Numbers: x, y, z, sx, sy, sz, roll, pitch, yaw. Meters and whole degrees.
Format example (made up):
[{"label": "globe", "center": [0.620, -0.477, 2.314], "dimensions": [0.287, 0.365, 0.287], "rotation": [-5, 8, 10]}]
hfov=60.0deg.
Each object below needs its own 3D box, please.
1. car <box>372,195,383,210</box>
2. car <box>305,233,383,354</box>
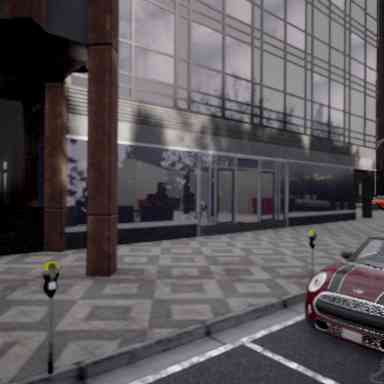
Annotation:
[{"label": "car", "center": [22.140, 1.202, 36.037], "dimensions": [2.097, 1.767, 4.553], "rotation": [0, 1, -39]}, {"label": "car", "center": [3.762, 1.466, 5.844], "dimensions": [4.097, 1.590, 1.967], "rotation": [0, 0, -39]}]
